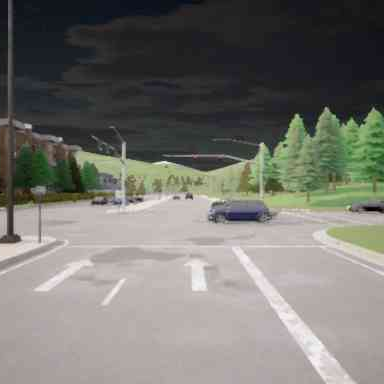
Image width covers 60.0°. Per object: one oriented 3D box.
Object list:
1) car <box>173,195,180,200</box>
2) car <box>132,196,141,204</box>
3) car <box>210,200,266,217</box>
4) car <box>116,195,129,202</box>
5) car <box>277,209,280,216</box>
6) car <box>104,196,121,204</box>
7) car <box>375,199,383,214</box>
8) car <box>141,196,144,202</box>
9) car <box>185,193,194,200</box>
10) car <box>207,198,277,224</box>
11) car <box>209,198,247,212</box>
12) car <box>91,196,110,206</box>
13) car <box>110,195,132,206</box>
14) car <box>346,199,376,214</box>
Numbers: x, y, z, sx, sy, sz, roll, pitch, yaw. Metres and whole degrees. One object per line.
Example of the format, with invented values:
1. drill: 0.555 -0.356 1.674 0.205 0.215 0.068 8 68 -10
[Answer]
1. car: -4.278 1.493 91.996 2.128 1.511 4.902 0 0 -1
2. car: -11.856 1.525 64.921 2.033 1.411 5.357 0 0 -1
3. car: 4.234 1.481 30.929 4.902 1.511 2.128 0 0 0
4. car: -15.509 1.452 74.711 1.882 1.535 5.008 0 0 -1
5. car: 4.651 1.591 27.432 4.718 1.301 1.895 0 0 0
6. car: -15.349 1.470 64.455 2.128 1.511 4.902 0 0 -1
7. car: 20.002 1.553 31.041 4.181 1.385 1.994 0 0 0
8. car: -12.013 1.569 74.965 1.895 1.301 4.718 0 0 -1
9. car: -0.778 1.193 92.050 2.150 2.045 5.566 0 0 -1
10. car: 3.363 1.343 23.922 4.553 1.767 2.097 0 0 0
11. car: 4.262 1.477 39.987 2.128 1.511 4.902 -1 0 -29
12. car: -15.201 1.459 54.979 1.882 1.535 5.008 0 0 -1
13. car: -11.704 1.458 55.218 1.882 1.535 5.008 0 0 -1
14. car: 18.615 1.478 34.536 4.902 1.511 2.128 0 0 0
